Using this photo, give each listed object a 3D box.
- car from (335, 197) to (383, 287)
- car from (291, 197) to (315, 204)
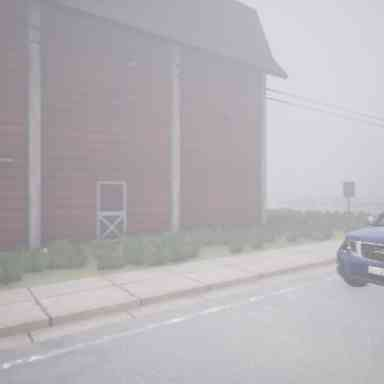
[{"bbox_3d":[5.884,1.202,8.130,5.566,2.045,2.150,0,0,-35],"label":"car"},{"bbox_3d":[16.375,1.410,49.266,4.193,1.474,1.816,0,0,-36],"label":"car"}]
